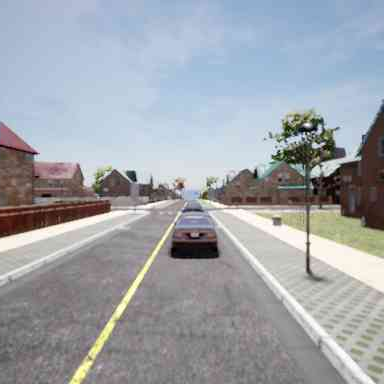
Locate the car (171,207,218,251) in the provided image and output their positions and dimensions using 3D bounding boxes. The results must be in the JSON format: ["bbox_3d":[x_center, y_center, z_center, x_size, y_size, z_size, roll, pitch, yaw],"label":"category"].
[{"bbox_3d":[0.095,1.580,14.258,2.033,1.411,5.357,0,0,0],"label":"car"}]

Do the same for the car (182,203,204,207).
[{"bbox_3d":[0.093,1.664,28.723,1.994,1.385,4.181,0,0,0],"label":"car"}]
